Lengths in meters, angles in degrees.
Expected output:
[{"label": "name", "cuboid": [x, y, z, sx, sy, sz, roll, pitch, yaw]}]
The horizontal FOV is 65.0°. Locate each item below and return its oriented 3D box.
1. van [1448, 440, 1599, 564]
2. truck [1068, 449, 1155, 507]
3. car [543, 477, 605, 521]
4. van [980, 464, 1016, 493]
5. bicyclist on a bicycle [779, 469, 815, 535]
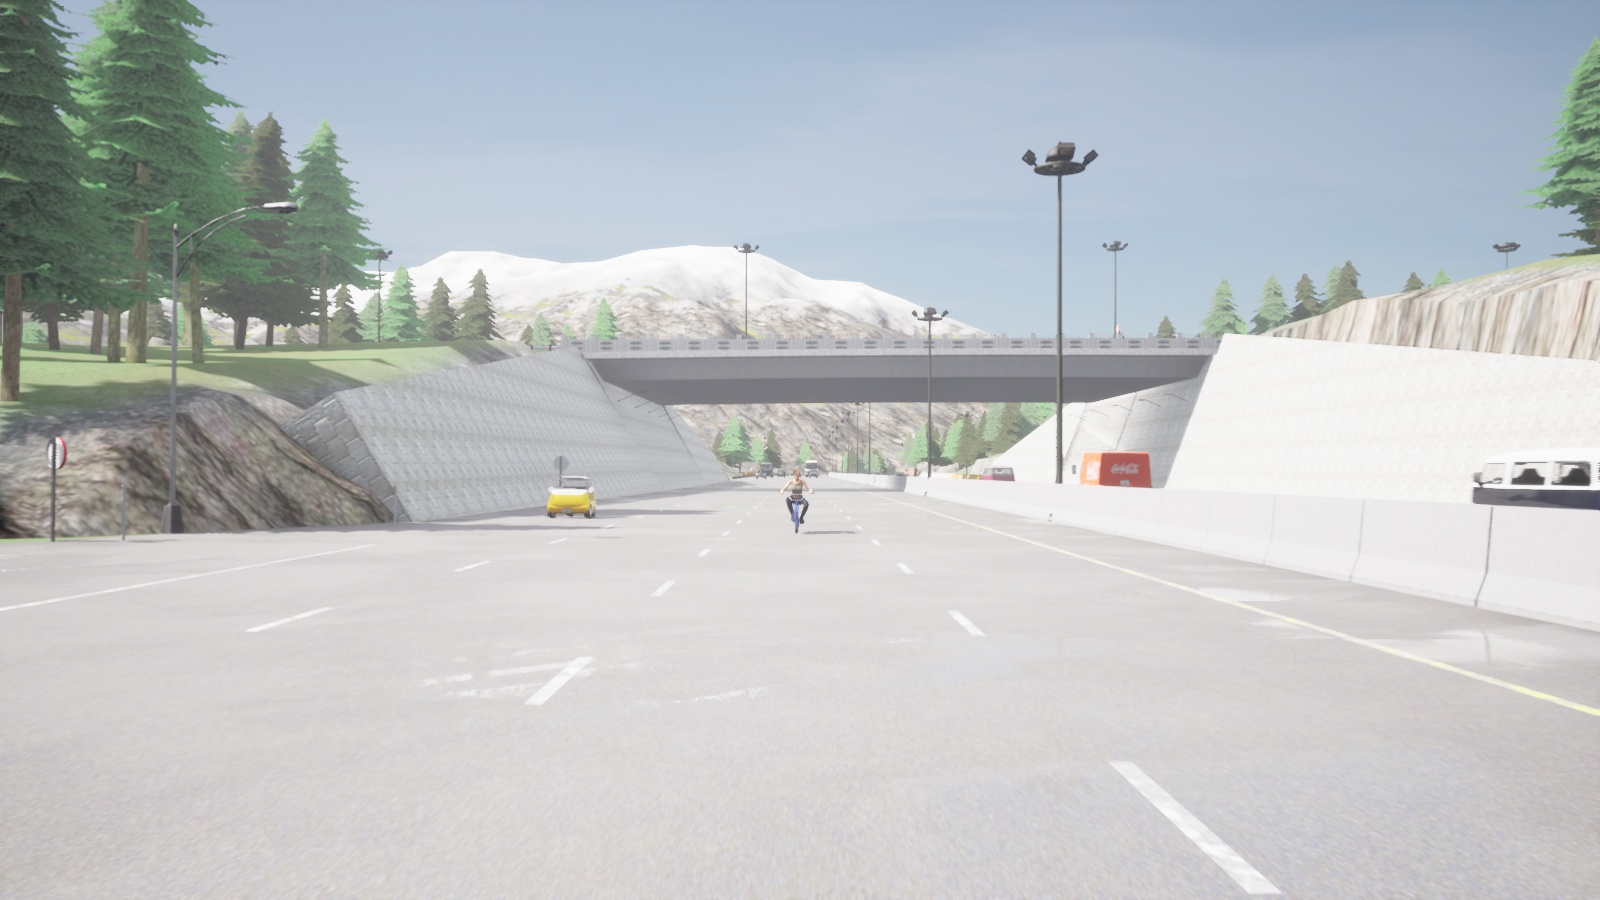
[{"label": "van", "cuboid": [13.944, 0.866, 22.762, 2.069, 2.038, 4.480, 0, -1, 0]}, {"label": "truck", "cuboid": [13.860, 1.217, 56.246, 2.627, 2.467, 5.204, 0, -1, 0]}, {"label": "car", "cuboid": [-7.339, 1.584, 40.953, 1.481, 1.376, 2.207, 0, -1, 4]}, {"label": "van", "cuboid": [13.786, 1.982, 87.733, 1.775, 1.987, 4.442, 0, -1, 0]}, {"label": "bicyclist on a bicycle", "cuboid": [-0.073, 1.276, 31.306, 0.866, 1.612, 1.509, 0, -1, 0]}]
